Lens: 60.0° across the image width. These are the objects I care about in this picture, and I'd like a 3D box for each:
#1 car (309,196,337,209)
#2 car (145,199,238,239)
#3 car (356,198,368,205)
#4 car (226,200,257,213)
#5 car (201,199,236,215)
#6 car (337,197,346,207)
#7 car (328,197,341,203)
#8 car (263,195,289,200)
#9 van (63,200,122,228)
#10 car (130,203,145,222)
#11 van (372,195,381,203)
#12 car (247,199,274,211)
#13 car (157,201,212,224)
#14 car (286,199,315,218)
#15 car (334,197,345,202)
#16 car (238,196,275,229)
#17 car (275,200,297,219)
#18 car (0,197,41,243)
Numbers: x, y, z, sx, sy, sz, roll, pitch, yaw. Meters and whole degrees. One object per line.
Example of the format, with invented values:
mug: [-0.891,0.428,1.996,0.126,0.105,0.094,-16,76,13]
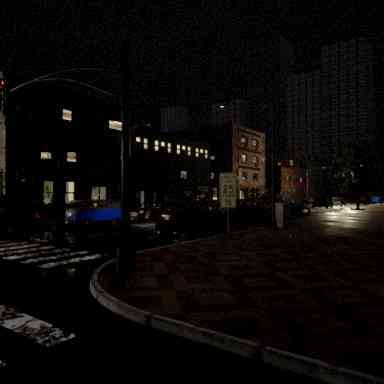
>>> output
car: [19.522,1.537,49.550,2.097,1.767,4.553,0,0,35]
car: [0.177,1.350,17.761,2.192,1.841,5.009,-1,-1,35]
car: [32.103,1.801,62.841,2.008,1.369,4.403,-1,-1,35]
car: [6.107,1.701,40.632,2.008,1.369,4.403,-1,-1,35]
car: [2.915,1.570,36.126,1.967,1.590,4.097,-1,-1,35]
car: [25.392,1.829,57.840,1.895,1.301,4.718,0,0,36]
car: [34.839,1.915,81.207,2.008,1.369,4.403,-1,-1,35]
car: [9.593,1.363,41.034,2.150,2.045,5.566,0,0,36]
van: [-6.663,1.414,22.601,1.690,1.788,3.998,-1,0,35]
car: [-3.470,1.531,27.109,1.967,1.590,4.097,-1,-1,35]
van: [44.871,1.694,80.877,1.690,1.788,3.998,-1,-1,35]
car: [9.300,1.723,45.141,2.008,1.369,4.403,-1,-1,35]
car: [-0.488,1.562,26.834,1.882,1.535,5.008,0,0,35]
car: [9.756,1.657,31.284,1.947,1.339,4.313,-1,-1,35]
car: [38.031,1.936,85.715,1.887,1.381,4.507,-1,-1,35]
car: [3.370,1.368,22.269,2.192,1.841,5.009,-1,-1,35]
car: [6.564,1.616,26.776,1.887,1.381,4.507,-1,-1,35]
car: [-9.404,1.258,14.252,2.150,2.045,5.566,0,-1,35]
